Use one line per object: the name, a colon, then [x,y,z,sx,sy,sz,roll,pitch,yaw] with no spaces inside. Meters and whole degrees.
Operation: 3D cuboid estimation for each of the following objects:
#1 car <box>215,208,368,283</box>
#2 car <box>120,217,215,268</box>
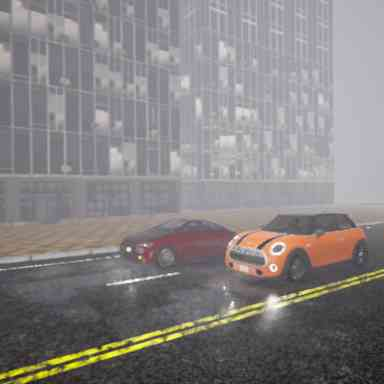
car: [3.179,1.384,9.851,4.553,1.767,2.097,0,0,-35]
car: [-0.307,1.590,11.380,4.181,1.385,1.994,0,0,-35]
